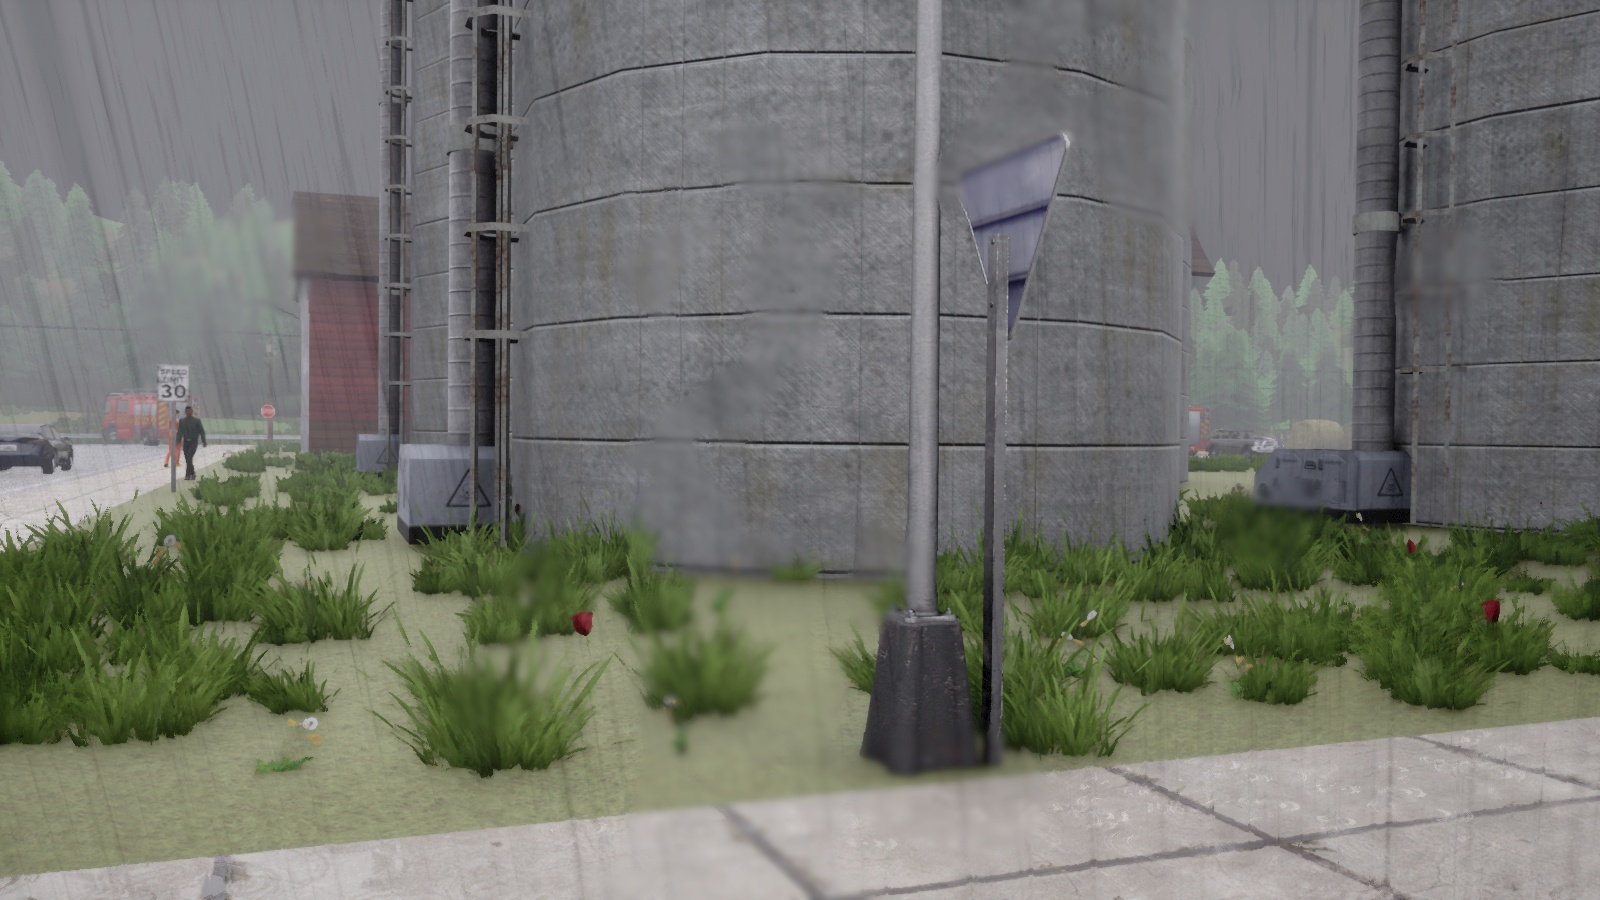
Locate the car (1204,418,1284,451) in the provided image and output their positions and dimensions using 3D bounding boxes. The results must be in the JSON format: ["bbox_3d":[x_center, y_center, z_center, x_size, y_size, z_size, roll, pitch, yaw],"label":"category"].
[{"bbox_3d":[26.158,-0.903,74.125,1.932,1.855,4.605,-1,1,-22],"label":"car"}]

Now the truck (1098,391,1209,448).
[{"bbox_3d":[24.537,-2.088,87.621,2.891,3.827,8.468,-1,1,-22],"label":"truck"}]

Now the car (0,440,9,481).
[{"bbox_3d":[-30.150,0.397,45.516,1.845,1.501,3.633,-1,1,-22],"label":"car"}]

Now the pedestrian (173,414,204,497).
[{"bbox_3d":[-14.534,0.122,29.870,0.423,1.949,0.788,-1,1,-9],"label":"pedestrian"}]

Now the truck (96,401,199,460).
[{"bbox_3d":[-44.388,-1.276,85.346,8.468,3.827,2.891,0,1,38],"label":"truck"}]

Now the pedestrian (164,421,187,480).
[{"bbox_3d":[-19.656,0.023,39.512,0.345,1.836,0.594,0,1,9],"label":"pedestrian"}]

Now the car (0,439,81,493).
[{"bbox_3d":[-23.370,0.433,37.933,2.163,1.488,4.792,-1,1,-22],"label":"car"}]
